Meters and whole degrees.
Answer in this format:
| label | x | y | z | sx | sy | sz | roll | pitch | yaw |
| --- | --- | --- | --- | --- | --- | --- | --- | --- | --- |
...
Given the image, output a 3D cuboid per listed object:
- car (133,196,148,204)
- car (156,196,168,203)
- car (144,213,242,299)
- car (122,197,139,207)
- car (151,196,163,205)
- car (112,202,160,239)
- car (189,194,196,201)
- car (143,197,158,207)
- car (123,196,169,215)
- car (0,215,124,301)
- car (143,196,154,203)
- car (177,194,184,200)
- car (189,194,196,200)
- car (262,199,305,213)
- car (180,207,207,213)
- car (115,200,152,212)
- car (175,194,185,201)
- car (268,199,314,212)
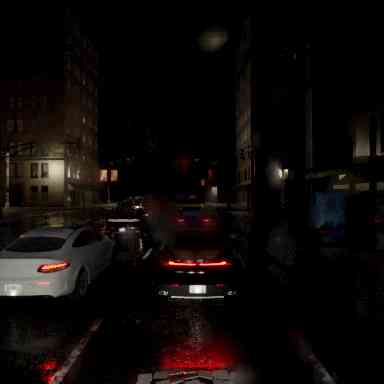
| label | x | y | z | sx | sy | sz | roll | pitch | yaw |
| --- | --- | --- | --- | --- | --- | --- | --- | --- | --- |
| car | -9.732 | 1.512 | 63.508 | 2.128 | 1.511 | 4.902 | 0 | 0 | 1 |
| car | -6.425 | 1.561 | 72.410 | 2.033 | 1.411 | 5.357 | 0 | 0 | 0 |
| car | 0.101 | 1.508 | 8.431 | 1.837 | 1.490 | 4.892 | 0 | 0 | 0 |
| car | -9.780 | 1.525 | 53.379 | 1.837 | 1.490 | 4.892 | 0 | 0 | 0 |
| car | -6.498 | 1.547 | 61.946 | 1.812 | 1.442 | 4.674 | 0 | 0 | 1 |
| car | -3.134 | 1.499 | 17.446 | 2.128 | 1.511 | 4.902 | 0 | 0 | 0 |
| car | 0.087 | 1.606 | 83.235 | 1.895 | 1.301 | 4.718 | 0 | 0 | 0 |
| car | -6.535 | 1.525 | 52.922 | 1.837 | 1.490 | 4.892 | 0 | 0 | 0 |
| car | -4.231 | 1.321 | 30.465 | 2.097 | 1.767 | 4.553 | 0 | 0 | 37 |
| car | -3.148 | 1.529 | 8.180 | 1.812 | 1.442 | 4.674 | 0 | 0 | 0 |
| car | -9.674 | 1.546 | 73.722 | 1.812 | 1.442 | 4.674 | 0 | 0 | 0 |
| car | -3.153 | 1.320 | 93.211 | 1.882 | 1.535 | 5.008 | 0 | 0 | 0 |
| car | 0.097 | 1.382 | 93.207 | 2.033 | 1.411 | 5.357 | 0 | 0 | 0 |
| car | 10.220 | 1.681 | 36.893 | 4.718 | 1.301 | 1.895 | 0 | -1 | 0 |
| car | 0.100 | 1.533 | 17.548 | 1.812 | 1.442 | 4.674 | 0 | 0 | 0 |
| car | -7.018 | 1.635 | 40.093 | 4.181 | 1.385 | 1.994 | 0 | -1 | 0 |
| car | -3.164 | 1.536 | 82.792 | 2.128 | 1.511 | 4.902 | 0 | 0 | 0 |
| car | 11.893 | 1.619 | 40.164 | 4.902 | 1.511 | 2.128 | 0 | -1 | 0 |
